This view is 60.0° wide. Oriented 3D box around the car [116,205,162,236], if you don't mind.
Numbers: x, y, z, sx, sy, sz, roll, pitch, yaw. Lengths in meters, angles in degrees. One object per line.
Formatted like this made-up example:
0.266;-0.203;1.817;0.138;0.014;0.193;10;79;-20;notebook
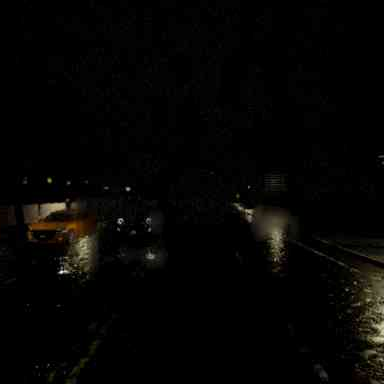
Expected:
-3.069;1.600;20.011;2.097;1.767;4.553;0;-1;1;car

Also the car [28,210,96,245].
-6.397;1.687;16.870;1.882;1.535;5.008;0;-1;1;car
